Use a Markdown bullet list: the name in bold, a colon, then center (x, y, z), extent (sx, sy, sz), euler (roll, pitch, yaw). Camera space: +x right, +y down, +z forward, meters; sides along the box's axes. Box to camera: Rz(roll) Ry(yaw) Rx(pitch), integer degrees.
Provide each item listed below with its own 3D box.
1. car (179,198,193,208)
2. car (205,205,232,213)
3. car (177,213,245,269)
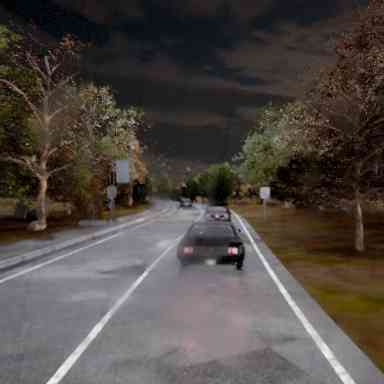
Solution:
- **car**: center (-0.911, 1.621, 50.538), extent (2.128, 1.511, 4.902), euler (1, 0, -3)
- **car**: center (1.853, 1.608, 23.821), extent (2.033, 1.411, 5.357), euler (0, 0, 6)
- **car**: center (0.716, 1.625, 11.223), extent (1.895, 1.301, 4.718), euler (0, 0, 6)
